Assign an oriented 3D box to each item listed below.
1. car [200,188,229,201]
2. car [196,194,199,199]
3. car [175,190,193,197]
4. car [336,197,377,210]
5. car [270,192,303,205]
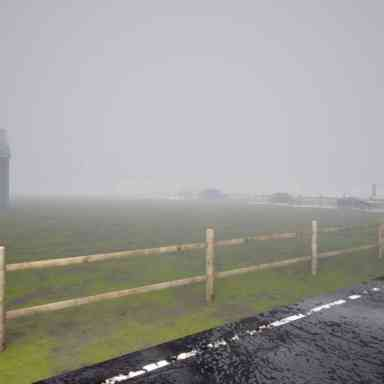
[{"bbox_3d":[4.193,0.422,57.302,2.150,2.045,5.566,0,2,-35],"label":"car"},{"bbox_3d":[2.793,0.597,65.485,1.837,1.490,4.892,0,1,-35],"label":"car"},{"bbox_3d":[-1.772,0.362,71.827,1.837,1.490,4.892,0,1,-36],"label":"car"},{"bbox_3d":[18.400,1.216,37.358,1.994,1.385,4.181,0,1,-35],"label":"car"},{"bbox_3d":[12.829,0.830,45.173,2.097,1.767,4.553,0,1,-35],"label":"car"}]
